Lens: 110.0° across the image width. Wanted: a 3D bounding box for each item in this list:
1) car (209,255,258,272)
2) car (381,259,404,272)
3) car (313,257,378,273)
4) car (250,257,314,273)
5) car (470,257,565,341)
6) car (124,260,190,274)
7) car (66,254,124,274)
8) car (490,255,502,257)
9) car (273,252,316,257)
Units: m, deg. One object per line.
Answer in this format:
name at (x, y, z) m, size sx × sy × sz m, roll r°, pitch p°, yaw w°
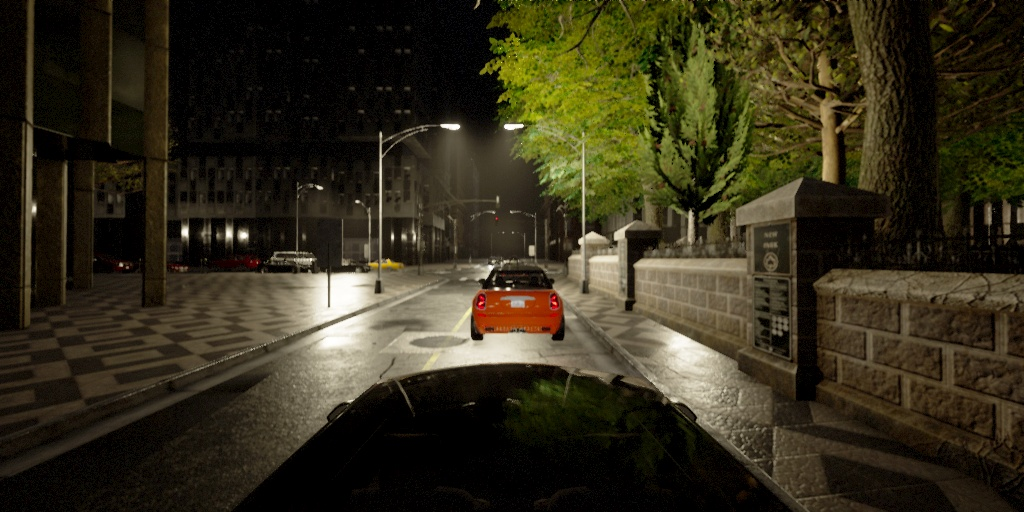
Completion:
car at (-30.968, 0.803, 40.226) m, size 5.009 × 1.841 × 2.192 m, roll 0°, pitch 0°, yaw 1°
car at (-14.602, 0.992, 40.063) m, size 4.829 × 1.417 × 1.751 m, roll 0°, pitch 0°, yaw 1°
car at (-14.508, 0.930, 31.537) m, size 4.403 × 1.370 × 2.007 m, roll 0°, pitch 0°, yaw 1°
car at (-20.021, 0.952, 31.592) m, size 4.313 × 1.339 × 1.948 m, roll 0°, pitch 0°, yaw 1°
car at (0.129, 1.016, 9.753) m, size 2.097 × 1.767 × 4.553 m, roll 0°, pitch 1°, yaw 0°
car at (-31.046, 0.983, 31.702) m, size 4.207 × 1.307 × 1.802 m, roll 0°, pitch 0°, yaw 1°
car at (-36.559, 0.723, 31.757) m, size 5.009 × 1.841 × 2.192 m, roll 0°, pitch 0°, yaw 1°
car at (-2.824, 0.709, 58.021) m, size 2.128 × 1.511 × 4.902 m, roll 0°, pitch 0°, yaw 1°
car at (-20.047, 0.635, 34.264) m, size 5.566 × 2.045 × 2.150 m, roll 0°, pitch -1°, yaw 1°
